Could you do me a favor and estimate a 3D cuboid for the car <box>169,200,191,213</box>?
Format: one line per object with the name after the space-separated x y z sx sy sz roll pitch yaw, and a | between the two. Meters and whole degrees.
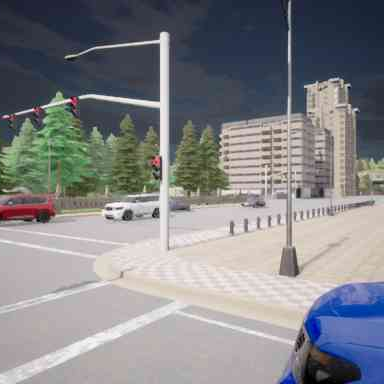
-1.971 1.564 37.096 1.994 1.385 4.181 0 0 36 | car

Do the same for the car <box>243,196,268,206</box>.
10.460 1.494 54.368 2.128 1.511 4.902 0 0 36 | car

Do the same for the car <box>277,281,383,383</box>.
3.280 1.221 1.626 5.566 2.045 2.150 0 0 36 | car

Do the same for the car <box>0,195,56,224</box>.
-12.168 1.221 22.801 2.150 2.045 5.566 0 0 35 | car

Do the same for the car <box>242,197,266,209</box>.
8.574 1.492 45.807 2.128 1.511 4.902 0 0 36 | car

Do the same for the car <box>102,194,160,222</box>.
-4.686 1.217 27.265 2.150 2.045 5.566 0 1 35 | car
